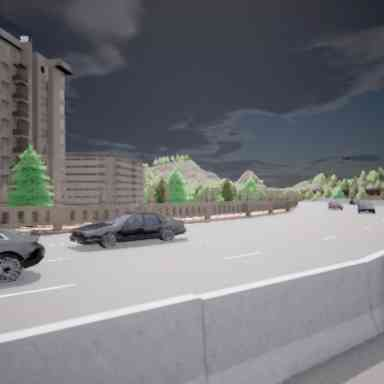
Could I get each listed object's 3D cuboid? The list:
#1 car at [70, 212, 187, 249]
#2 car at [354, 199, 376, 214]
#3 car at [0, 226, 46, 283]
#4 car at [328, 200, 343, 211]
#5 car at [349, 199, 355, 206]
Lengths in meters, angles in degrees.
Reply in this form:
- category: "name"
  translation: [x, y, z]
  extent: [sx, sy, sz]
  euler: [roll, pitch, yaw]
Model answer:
- category: "car"
  translation: [-2.722, 1.652, 15.378]
  extent: [5.357, 1.411, 2.033]
  euler: [0, -1, -40]
- category: "car"
  translation: [21.101, 1.876, 40.211]
  extent: [2.033, 1.411, 5.357]
  euler: [0, -1, 27]
- category: "car"
  translation: [-6.287, 1.541, 8.231]
  extent: [4.902, 1.511, 2.128]
  euler: [0, 0, -36]
- category: "car"
  translation: [21.365, 1.955, 49.499]
  extent: [1.812, 1.442, 4.674]
  euler: [0, -1, 21]
- category: "car"
  translation: [33.320, 2.064, 67.417]
  extent: [1.994, 1.385, 4.181]
  euler: [0, -1, 9]
